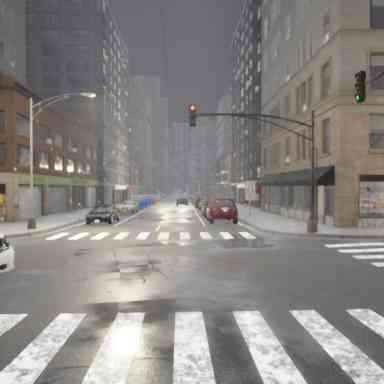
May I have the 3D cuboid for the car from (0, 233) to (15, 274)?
[{"bbox_3d":[-7.070,1.269,7.929,5.566,2.045,2.150,-1,-1,16],"label":"car"}]

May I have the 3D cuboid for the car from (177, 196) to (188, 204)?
[{"bbox_3d":[-1.920,1.524,64.271,2.033,1.411,5.357,0,0,-2],"label":"car"}]

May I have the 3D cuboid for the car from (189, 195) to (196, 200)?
[{"bbox_3d":[0.117,1.500,91.520,2.008,1.369,4.403,-1,0,-2],"label":"car"}]

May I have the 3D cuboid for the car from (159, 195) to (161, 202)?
[{"bbox_3d":[-7.572,1.417,63.344,1.967,1.590,4.097,-1,0,-2],"label":"car"}]

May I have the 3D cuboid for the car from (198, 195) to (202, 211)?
[{"bbox_3d":[1.969,1.310,30.103,2.192,1.841,5.009,-1,0,-2],"label":"car"}]

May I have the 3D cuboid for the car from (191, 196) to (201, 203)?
[{"bbox_3d":[0.791,1.538,69.186,1.947,1.339,4.313,-1,0,-2],"label":"car"}]

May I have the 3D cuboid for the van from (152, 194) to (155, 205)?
[{"bbox_3d":[-7.234,1.326,52.177,1.690,1.788,3.998,-1,0,-2],"label":"van"}]

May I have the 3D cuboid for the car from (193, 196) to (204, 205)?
[{"bbox_3d":[1.123,1.506,58.190,1.752,1.417,4.829,-1,0,-2],"label":"car"}]

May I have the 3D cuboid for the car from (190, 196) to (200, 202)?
[{"bbox_3d":[0.623,1.518,74.770,2.008,1.369,4.403,-1,0,-2],"label":"car"}]

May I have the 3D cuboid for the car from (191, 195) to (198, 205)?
[{"bbox_3d":[1.463,1.303,46.853,2.192,1.841,5.009,-1,0,-2],"label":"car"}]

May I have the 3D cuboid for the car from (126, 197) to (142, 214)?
[{"bbox_3d":[-6.717,1.519,35.257,1.752,1.417,4.829,-1,0,-2],"label":"car"}]

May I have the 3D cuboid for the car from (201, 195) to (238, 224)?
[{"bbox_3d":[2.137,1.311,24.519,2.192,1.841,5.009,-1,0,-2],"label":"car"}]

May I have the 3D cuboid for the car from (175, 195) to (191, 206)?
[{"bbox_3d":[-1.603,1.489,53.854,1.837,1.490,4.892,0,0,-2],"label":"car"}]

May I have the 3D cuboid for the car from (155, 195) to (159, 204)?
[{"bbox_3d":[-7.404,1.296,57.760,2.192,1.841,5.009,-1,0,-2],"label":"car"}]

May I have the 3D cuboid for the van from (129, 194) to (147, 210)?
[{"bbox_3d":[-6.894,1.332,41.010,1.690,1.788,3.998,-1,0,-2],"label":"van"}]

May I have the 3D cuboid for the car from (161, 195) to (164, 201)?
[{"bbox_3d":[-7.912,1.407,74.510,1.967,1.590,4.097,-1,0,-2],"label":"car"}]

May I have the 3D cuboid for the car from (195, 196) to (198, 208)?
[{"bbox_3d":[1.629,1.516,41.440,1.752,1.417,4.829,-1,0,-2],"label":"car"}]

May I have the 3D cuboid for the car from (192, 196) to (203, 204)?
[{"bbox_3d":[0.960,1.542,63.603,1.947,1.339,4.313,-1,0,-2],"label":"car"}]

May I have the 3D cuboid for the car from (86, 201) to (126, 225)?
[{"bbox_3d":[-6.382,1.562,24.261,1.947,1.339,4.313,-1,0,-2],"label":"car"}]

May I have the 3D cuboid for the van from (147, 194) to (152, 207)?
[{"bbox_3d":[-7.064,1.329,46.594,1.690,1.788,3.998,-1,0,-2],"label":"van"}]
